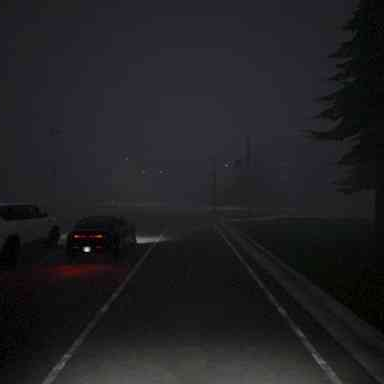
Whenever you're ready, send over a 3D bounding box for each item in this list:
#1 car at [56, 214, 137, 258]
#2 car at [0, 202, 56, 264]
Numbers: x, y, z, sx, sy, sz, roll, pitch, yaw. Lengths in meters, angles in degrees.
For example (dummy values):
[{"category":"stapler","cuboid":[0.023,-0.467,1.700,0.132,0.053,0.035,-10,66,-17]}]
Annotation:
[{"category":"car","cuboid":[-3.479,1.660,13.476,1.837,1.490,4.892,0,0,0]},{"category":"car","cuboid":[-6.988,1.368,12.574,2.150,2.045,5.566,0,0,0]}]
